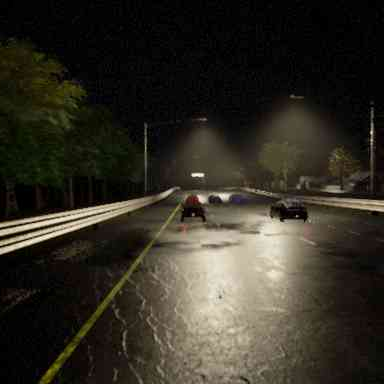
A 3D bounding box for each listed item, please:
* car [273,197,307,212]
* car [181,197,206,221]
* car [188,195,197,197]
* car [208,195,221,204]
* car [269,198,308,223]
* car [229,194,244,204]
[{"bbox_3d":[10.583,1.339,36.351,2.033,1.411,5.357,0,1,0],"label":"car"},{"bbox_3d":[0.091,1.421,26.209,1.812,1.442,4.674,0,1,0],"label":"car"},{"bbox_3d":[0.078,1.137,49.551,1.812,1.442,4.674,0,1,0],"label":"car"},{"bbox_3d":[3.575,1.095,53.272,1.994,1.385,4.181,0,1,0],"label":"car"},{"bbox_3d":[7.089,1.401,24.851,2.128,1.511,4.902,0,1,0],"label":"car"},{"bbox_3d":[7.076,1.013,53.095,1.882,1.535,5.008,0,1,0],"label":"car"}]
